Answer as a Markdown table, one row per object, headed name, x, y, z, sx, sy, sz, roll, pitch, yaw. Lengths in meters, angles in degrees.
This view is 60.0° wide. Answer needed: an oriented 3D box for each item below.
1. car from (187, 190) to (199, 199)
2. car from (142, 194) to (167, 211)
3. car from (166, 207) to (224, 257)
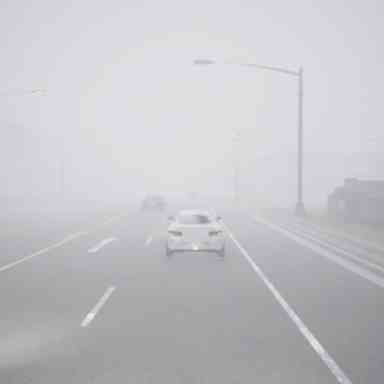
| name | x | y | z | sx | sy | sz | roll | pitch | yaw |
| --- | --- | --- | --- | --- | --- | --- | --- | --- | --- |
| car | 0.108 | 0.367 | 52.730 | 2.033 | 1.411 | 5.357 | 0 | 1 | 0 |
| car | -3.391 | 0.909 | 30.408 | 1.994 | 1.385 | 4.181 | 0 | 1 | 0 |
| car | 0.102 | 1.305 | 11.907 | 1.812 | 1.442 | 4.674 | 0 | 1 | 0 |
